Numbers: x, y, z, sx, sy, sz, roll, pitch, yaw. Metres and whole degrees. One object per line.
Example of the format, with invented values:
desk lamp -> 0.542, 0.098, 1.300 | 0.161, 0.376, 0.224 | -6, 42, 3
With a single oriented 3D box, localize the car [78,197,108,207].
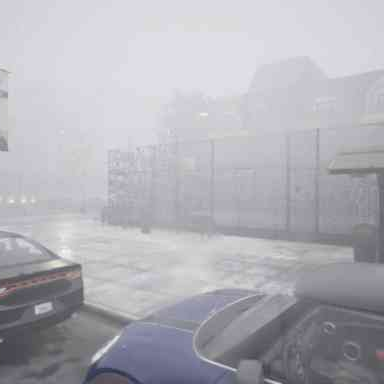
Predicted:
car -> -13.570, 1.368, 45.844 | 1.994, 1.385, 4.181 | 0, 0, 35

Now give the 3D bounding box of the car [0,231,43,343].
car -> -4.079, 1.445, 6.027 | 5.008, 1.535, 2.097 | 0, 0, 35

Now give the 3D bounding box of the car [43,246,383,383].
car -> 1.242, 1.353, 2.421 | 4.553, 1.767, 2.185 | 0, 0, 35

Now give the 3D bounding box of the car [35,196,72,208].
car -> -18.571, 1.277, 44.793 | 2.128, 1.511, 4.902 | 0, 0, 35
